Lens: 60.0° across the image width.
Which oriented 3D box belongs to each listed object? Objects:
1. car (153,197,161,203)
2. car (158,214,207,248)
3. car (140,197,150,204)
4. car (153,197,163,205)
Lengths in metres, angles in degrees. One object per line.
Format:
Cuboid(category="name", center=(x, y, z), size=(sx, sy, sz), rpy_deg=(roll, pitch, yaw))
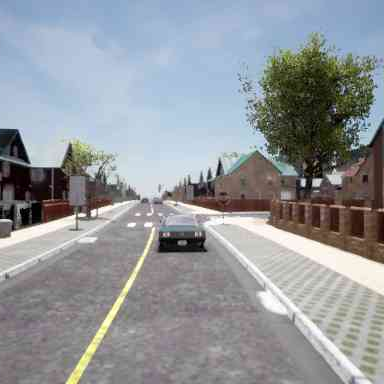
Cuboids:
Cuboid(category="car", center=(-8.632, 1.963, 81.611), size=(1.994, 1.385, 4.181), rpy_deg=(0, -1, -7))
Cuboid(category="car", center=(-0.518, 1.642, 14.803), size=(1.895, 1.301, 4.718), rpy_deg=(0, 0, -4))
Cuboid(category="car", center=(-10.262, 1.864, 72.634), size=(1.837, 1.490, 4.892), rpy_deg=(0, -1, -7))
Cuboid(category="car", center=(-6.739, 1.914, 66.720), size=(2.033, 1.411, 5.357), rpy_deg=(0, -1, -7))
